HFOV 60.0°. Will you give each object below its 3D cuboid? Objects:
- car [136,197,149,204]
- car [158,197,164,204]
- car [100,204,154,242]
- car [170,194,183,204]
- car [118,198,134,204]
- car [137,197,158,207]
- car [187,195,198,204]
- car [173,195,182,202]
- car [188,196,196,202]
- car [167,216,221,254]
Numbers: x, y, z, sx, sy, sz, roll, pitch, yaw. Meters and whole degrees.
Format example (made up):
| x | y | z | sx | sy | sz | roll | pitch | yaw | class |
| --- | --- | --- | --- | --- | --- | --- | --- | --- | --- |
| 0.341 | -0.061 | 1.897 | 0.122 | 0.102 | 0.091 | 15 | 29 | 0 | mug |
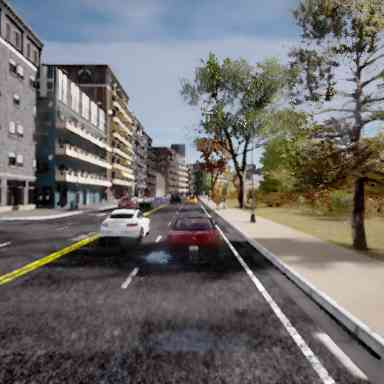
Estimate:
| x | y | z | sx | sy | sz | roll | pitch | yaw | class |
| --- | --- | --- | --- | --- | --- | --- | --- | --- | --- |
| -9.751 | 1.660 | 66.045 | 1.812 | 1.442 | 4.674 | 0 | 0 | 0 | car |
| -6.501 | 1.661 | 65.641 | 1.812 | 1.442 | 4.674 | 0 | 0 | 0 | car |
| -3.167 | 1.556 | 16.297 | 1.812 | 1.442 | 4.674 | 0 | 0 | 0 | car |
| -3.244 | 1.350 | 66.473 | 2.150 | 2.045 | 5.566 | 0 | 0 | 0 | car |
| -9.820 | 1.619 | 49.690 | 1.812 | 1.442 | 4.674 | 0 | 0 | 0 | car |
| -6.578 | 1.693 | 48.808 | 1.895 | 1.301 | 4.718 | 0 | 0 | 0 | car |
| 0.007 | 1.606 | 66.442 | 1.882 | 1.535 | 5.008 | 0 | 0 | 0 | car |
| -3.243 | 1.572 | 76.865 | 1.837 | 1.490 | 4.892 | 0 | 0 | 0 | car |
| 0.007 | 1.667 | 76.894 | 1.895 | 1.301 | 4.718 | 0 | 0 | 0 | car |
| 0.082 | 1.626 | 13.521 | 1.895 | 1.301 | 4.718 | 0 | 0 | 0 | car |
